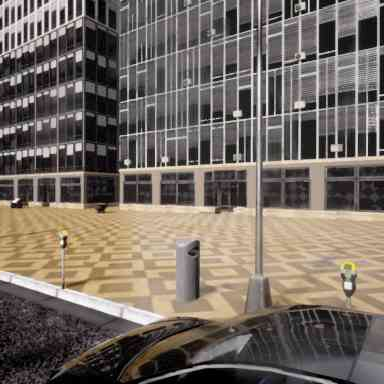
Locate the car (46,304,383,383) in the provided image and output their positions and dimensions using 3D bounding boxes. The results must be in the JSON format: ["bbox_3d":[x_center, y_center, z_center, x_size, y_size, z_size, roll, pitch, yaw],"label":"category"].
[{"bbox_3d":[0.735,1.566,2.345,4.313,1.339,1.947,0,0,35],"label":"car"}]
